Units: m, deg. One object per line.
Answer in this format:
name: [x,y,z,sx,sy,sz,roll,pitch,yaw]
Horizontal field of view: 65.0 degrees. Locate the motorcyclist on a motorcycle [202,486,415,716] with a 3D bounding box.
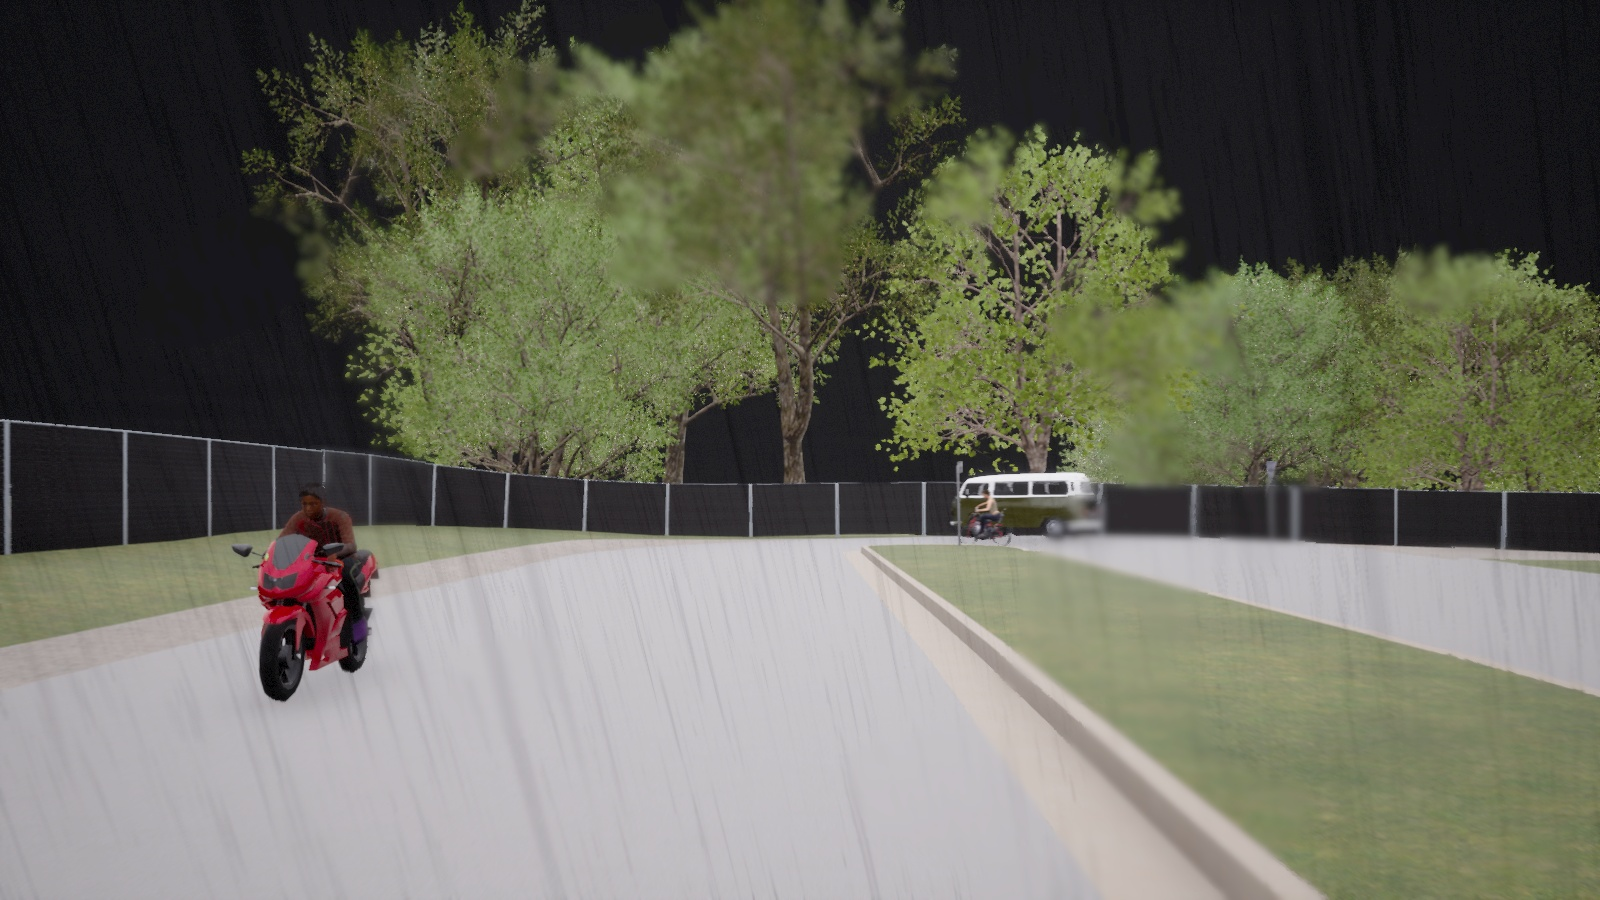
motorcyclist on a motorcycle: [-3.606,1.039,9.427,0.797,1.523,2.044,-1,-2,0]

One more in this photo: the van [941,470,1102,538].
van: [6.915,1.706,39.281,4.480,2.038,2.069,-2,-3,29]

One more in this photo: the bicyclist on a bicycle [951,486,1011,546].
bicyclist on a bicycle: [5.148,1.877,35.638,1.509,1.612,0.866,-1,3,18]
